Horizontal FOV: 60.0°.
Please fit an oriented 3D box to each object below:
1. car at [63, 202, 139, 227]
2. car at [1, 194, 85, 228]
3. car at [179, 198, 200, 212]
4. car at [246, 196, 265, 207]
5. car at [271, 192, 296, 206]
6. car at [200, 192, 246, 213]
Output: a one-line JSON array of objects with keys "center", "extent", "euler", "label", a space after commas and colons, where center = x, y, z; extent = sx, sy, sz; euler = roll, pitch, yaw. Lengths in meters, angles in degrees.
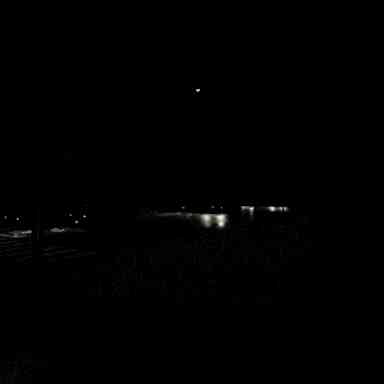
[{"center": [-5.828, 1.538, 22.271], "extent": [1.895, 1.301, 4.718], "euler": [0, 0, 35], "label": "car"}, {"center": [-9.696, 1.175, 22.443], "extent": [2.150, 2.045, 5.566], "euler": [0, 0, 35], "label": "car"}, {"center": [0.501, 1.370, 36.814], "extent": [2.128, 1.511, 4.902], "euler": [0, 0, 35], "label": "car"}, {"center": [9.029, 1.321, 48.752], "extent": [1.837, 1.490, 4.892], "euler": [0, 0, 36], "label": "car"}, {"center": [13.732, 1.074, 49.702], "extent": [2.150, 2.045, 5.566], "euler": [0, 0, 35], "label": "car"}, {"center": [3.461, 1.085, 35.471], "extent": [2.150, 2.045, 5.566], "euler": [0, 1, 31], "label": "car"}]
